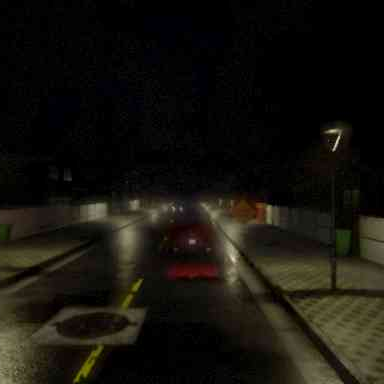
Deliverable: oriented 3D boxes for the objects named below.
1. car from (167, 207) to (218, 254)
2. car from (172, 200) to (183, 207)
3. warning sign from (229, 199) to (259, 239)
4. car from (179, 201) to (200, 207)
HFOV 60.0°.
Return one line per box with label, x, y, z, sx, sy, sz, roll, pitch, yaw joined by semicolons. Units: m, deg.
car;0.033;1.625;14.245;1.882;1.535;5.008;0;0;1
car;-2.757;2.197;64.570;1.812;1.442;4.674;0;-1;1
warning sign;2.518;1.284;16.293;1.300;1.860;1.060;0;-1;0
car;0.034;1.825;28.907;1.812;1.442;4.674;0;0;1
